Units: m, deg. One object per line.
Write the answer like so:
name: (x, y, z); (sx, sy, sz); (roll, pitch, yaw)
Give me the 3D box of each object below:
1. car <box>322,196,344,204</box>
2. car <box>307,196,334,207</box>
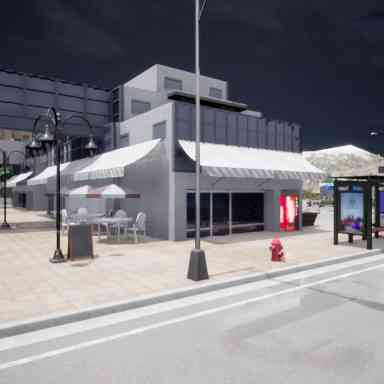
car: (28.404, 1.489, 66.928); (4.514, 1.523, 2.007); (0, 0, -36)
car: (19.131, 1.345, 48.810); (5.027, 1.636, 2.152); (0, 0, -36)
